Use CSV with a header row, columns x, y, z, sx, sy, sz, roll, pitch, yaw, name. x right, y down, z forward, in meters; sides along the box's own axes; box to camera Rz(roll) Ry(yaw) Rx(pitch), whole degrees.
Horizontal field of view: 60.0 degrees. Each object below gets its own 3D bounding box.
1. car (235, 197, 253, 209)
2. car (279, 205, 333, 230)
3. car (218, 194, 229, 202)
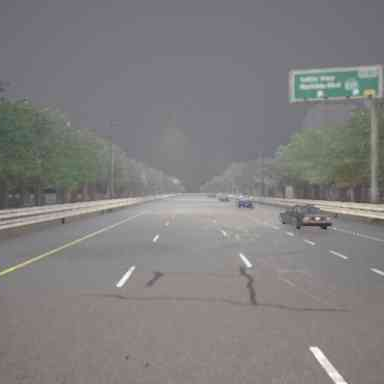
x,y,z,sx,sy,sz,roll,pitch,yaw,name
7.038,1.485,45.371,1.882,1.535,5.008,0,0,0,car
7.015,1.543,21.059,2.033,1.411,5.357,0,0,0,car
7.069,1.346,74.707,2.097,1.767,4.553,0,0,0,car
